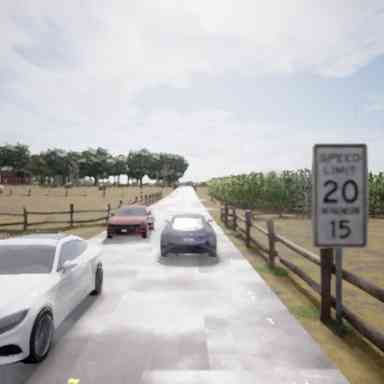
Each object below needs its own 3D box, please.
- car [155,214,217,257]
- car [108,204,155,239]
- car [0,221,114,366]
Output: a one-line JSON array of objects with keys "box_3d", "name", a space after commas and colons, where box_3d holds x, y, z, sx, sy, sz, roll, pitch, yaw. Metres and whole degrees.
[{"box_3d": [-0.129, 1.523, 12.851, 1.994, 1.385, 4.181, 0, 0, -1], "name": "car"}, {"box_3d": [-3.020, 1.405, 17.230, 1.882, 1.535, 5.008, 0, 1, 0], "name": "car"}, {"box_3d": [-2.897, 1.529, 5.985, 1.812, 1.442, 4.674, 0, 0, -1], "name": "car"}]
